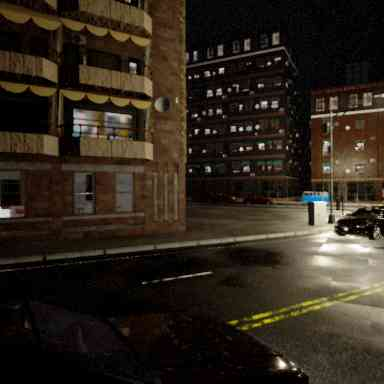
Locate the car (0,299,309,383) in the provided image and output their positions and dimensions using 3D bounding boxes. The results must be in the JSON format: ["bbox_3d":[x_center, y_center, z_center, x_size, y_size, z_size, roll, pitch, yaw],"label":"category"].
[{"bbox_3d":[-1.596,1.548,2.146,5.357,1.411,2.033,0,0,-31],"label":"car"}]

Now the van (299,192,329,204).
[{"bbox_3d":[17.520,0.870,47.545,3.998,1.788,1.690,1,0,27],"label":"van"}]

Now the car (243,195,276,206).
[{"bbox_3d":[8.612,1.096,42.662,4.206,1.307,1.802,1,0,27],"label":"car"}]

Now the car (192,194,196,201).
[{"bbox_3d":[2.450,0.594,55.184,5.009,1.841,2.192,1,0,27],"label":"car"}]

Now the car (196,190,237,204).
[{"bbox_3d":[3.594,0.746,45.210,5.009,1.841,2.192,1,0,27],"label":"car"}]

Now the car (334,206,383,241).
[{"bbox_3d":[9.193,1.498,16.731,4.892,1.490,1.837,1,0,-33],"label":"car"}]
